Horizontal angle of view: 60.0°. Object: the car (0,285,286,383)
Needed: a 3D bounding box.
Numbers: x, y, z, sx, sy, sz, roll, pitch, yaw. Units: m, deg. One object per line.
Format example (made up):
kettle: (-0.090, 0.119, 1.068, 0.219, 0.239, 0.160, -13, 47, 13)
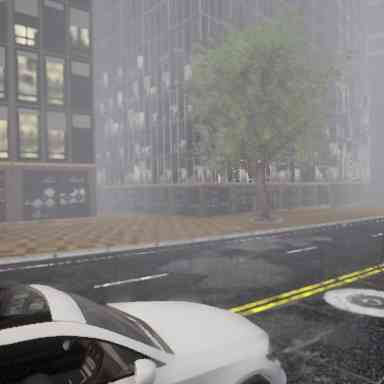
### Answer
car: (-1.281, 1.532, 2.605, 4.674, 1.442, 1.812, 0, 0, -36)
